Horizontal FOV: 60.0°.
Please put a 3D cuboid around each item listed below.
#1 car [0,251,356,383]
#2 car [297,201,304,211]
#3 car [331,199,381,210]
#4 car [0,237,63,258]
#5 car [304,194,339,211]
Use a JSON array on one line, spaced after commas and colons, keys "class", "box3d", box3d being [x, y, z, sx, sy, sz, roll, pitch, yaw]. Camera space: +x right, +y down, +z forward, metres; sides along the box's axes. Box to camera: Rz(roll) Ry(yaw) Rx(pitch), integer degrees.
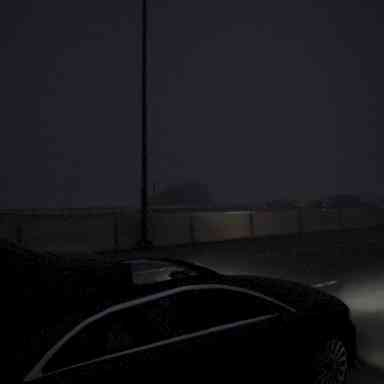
[{"class": "car", "box3d": [-0.230, 1.487, 3.471, 4.902, 1.511, 2.128, 0, 0, -35]}, {"class": "car", "box3d": [13.032, 1.458, 35.621, 5.008, 1.535, 1.882, 0, 0, -25]}, {"class": "car", "box3d": [14.397, 1.554, 28.488, 4.181, 1.385, 1.994, 0, 0, -26]}, {"class": "car", "box3d": [-3.523, 1.466, 5.444, 5.008, 1.535, 1.882, 0, 0, -35]}, {"class": "car", "box3d": [13.982, 1.207, 32.225, 5.566, 2.045, 2.150, 0, 0, -26]}]
